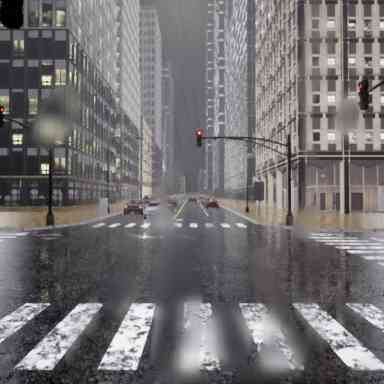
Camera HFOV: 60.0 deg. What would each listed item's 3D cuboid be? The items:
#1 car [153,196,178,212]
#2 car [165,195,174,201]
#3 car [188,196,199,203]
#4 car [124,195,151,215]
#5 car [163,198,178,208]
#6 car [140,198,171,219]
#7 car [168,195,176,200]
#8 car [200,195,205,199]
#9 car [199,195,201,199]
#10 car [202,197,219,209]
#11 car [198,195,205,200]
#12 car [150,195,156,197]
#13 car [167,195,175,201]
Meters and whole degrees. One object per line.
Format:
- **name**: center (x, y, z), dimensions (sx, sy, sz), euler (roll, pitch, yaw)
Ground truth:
- **car**: center (-3.078, 1.560, 38.824), dimensions (2.033, 1.411, 5.357), euler (0, 0, 0)
- **car**: center (-5.629, 1.574, 83.865), dimensions (1.887, 1.381, 4.507), euler (1, 0, 0)
- **car**: center (0.123, 1.570, 70.400), dimensions (2.033, 1.411, 5.357), euler (0, 0, 0)
- **car**: center (-5.655, 1.451, 33.689), dimensions (1.967, 1.590, 4.097), euler (1, 0, 0)
- **car**: center (-3.065, 1.617, 49.117), dimensions (1.895, 1.301, 4.718), euler (0, 0, 0)
- **car**: center (-3.087, 1.535, 29.160), dimensions (1.812, 1.442, 4.674), euler (0, 0, 0)
- **car**: center (-5.623, 1.600, 95.016), dimensions (1.947, 1.339, 4.313), euler (1, 0, 0)
- **car**: center (2.737, 1.544, 56.222), dimensions (1.752, 1.417, 4.829), euler (1, 0, 0)
- **car**: center (2.739, 1.587, 61.629), dimensions (1.947, 1.339, 4.313), euler (1, 0, 0)
- **car**: center (2.728, 1.597, 44.896), dimensions (1.802, 1.307, 4.206), euler (1, 0, 0)
- **car**: center (2.758, 1.579, 95.092), dimensions (1.887, 1.381, 4.507), euler (1, 0, 0)
- **car**: center (-5.646, 1.330, 44.839), dimensions (2.192, 1.841, 5.009), euler (1, 0, 0)
- **car**: center (-5.626, 1.582, 89.440), dimensions (2.008, 1.369, 4.403), euler (1, 0, 0)
